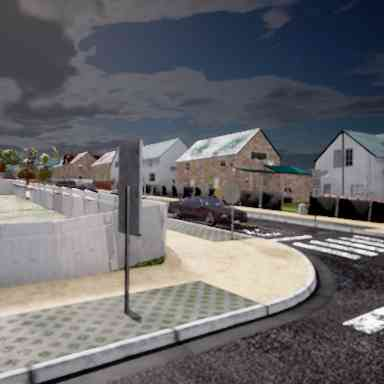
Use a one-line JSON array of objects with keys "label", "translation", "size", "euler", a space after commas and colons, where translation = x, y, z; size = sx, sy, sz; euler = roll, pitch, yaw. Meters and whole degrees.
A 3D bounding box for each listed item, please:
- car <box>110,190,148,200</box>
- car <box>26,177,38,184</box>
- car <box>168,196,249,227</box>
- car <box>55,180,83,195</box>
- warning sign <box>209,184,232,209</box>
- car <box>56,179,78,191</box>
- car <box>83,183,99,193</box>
[{"label": "car", "translation": [-5.348, 0.496, 26.822], "size": [1.895, 1.301, 4.718], "euler": [1, 2, -35]}, {"label": "car", "translation": [-39.329, -2.821, 81.737], "size": [2.097, 1.767, 4.553], "euler": [-3, 3, -35]}, {"label": "car", "translation": [0.675, 0.941, 18.252], "size": [2.033, 1.411, 5.357], "euler": [1, 2, -35]}, {"label": "car", "translation": [-15.823, -0.624, 41.811], "size": [2.097, 1.767, 4.553], "euler": [1, 2, -35]}, {"label": "warning sign", "translation": [2.157, 0.333, 25.408], "size": [1.300, 1.860, 1.060], "euler": [-3, 1, -35]}, {"label": "car", "translation": [-19.621, -1.094, 52.090], "size": [2.097, 1.767, 4.553], "euler": [1, 2, -35]}, {"label": "car", "translation": [-14.068, -0.442, 44.273], "size": [2.033, 1.411, 5.357], "euler": [1, 2, -35]}]
